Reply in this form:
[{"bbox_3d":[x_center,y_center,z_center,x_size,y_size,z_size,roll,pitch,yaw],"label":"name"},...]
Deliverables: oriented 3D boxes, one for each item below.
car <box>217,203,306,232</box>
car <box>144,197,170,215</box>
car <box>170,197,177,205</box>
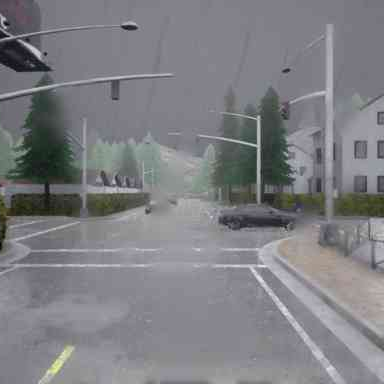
[{"bbox_3d":[3.705,1.346,18.081,4.674,1.442,1.812,-1,1,13],"label":"car"},{"bbox_3d":[-3.585,1.526,33.671,1.812,1.442,4.674,0,0,0],"label":"car"},{"bbox_3d":[-3.509,1.547,57.133,2.033,1.411,5.357,0,0,0],"label":"car"}]
